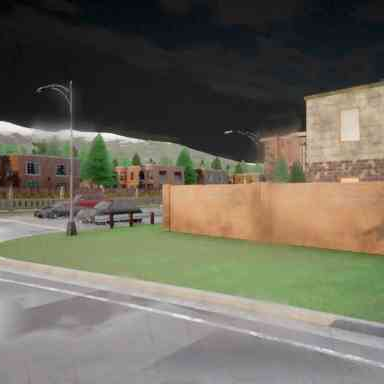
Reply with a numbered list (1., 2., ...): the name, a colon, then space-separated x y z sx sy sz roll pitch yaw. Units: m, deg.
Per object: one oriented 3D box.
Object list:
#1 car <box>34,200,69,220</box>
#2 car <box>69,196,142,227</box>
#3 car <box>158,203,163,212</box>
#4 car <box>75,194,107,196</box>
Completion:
1. car: -10.939 1.564 27.900 1.994 1.385 4.181 0 0 41
2. car: -5.736 1.353 23.217 2.097 1.767 4.553 0 0 41
3. car: -1.787 1.492 38.254 2.128 1.511 4.902 0 0 41
4. car: -10.834 1.221 33.303 2.150 2.045 5.566 0 0 41
